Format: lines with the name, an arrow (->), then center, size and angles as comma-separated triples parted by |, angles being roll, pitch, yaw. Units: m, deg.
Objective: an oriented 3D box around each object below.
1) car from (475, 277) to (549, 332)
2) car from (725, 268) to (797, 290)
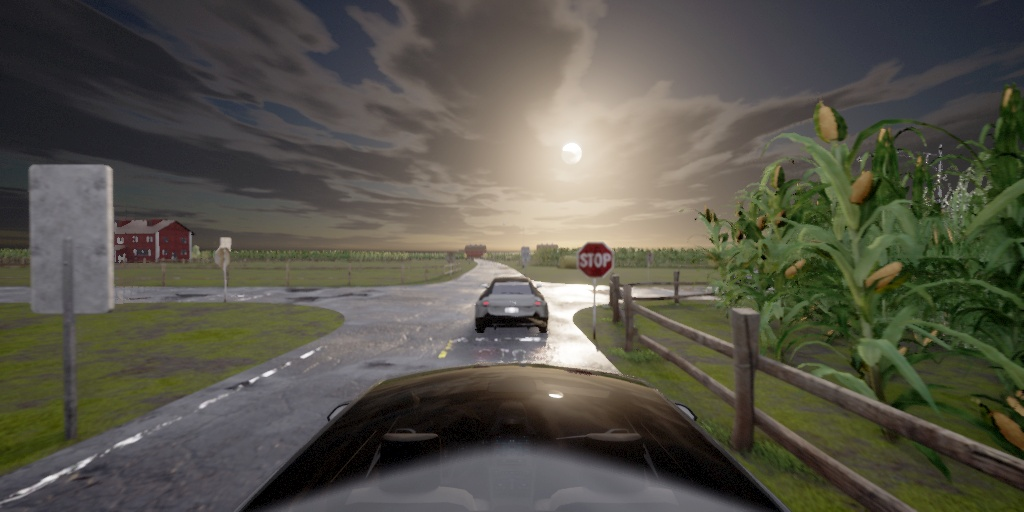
car -> -0.005, 1.324, 10.963 | 1.994, 1.385, 4.181 | 0, 0, 0
car -> 16.084, 1.433, 23.086 | 4.181, 1.385, 1.994 | 0, 1, -8
